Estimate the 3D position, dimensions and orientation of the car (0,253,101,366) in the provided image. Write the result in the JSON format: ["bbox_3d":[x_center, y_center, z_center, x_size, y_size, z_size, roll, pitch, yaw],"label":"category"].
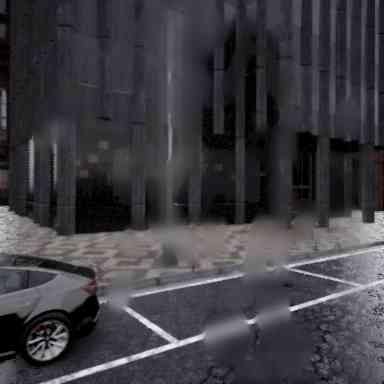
[{"bbox_3d":[-3.358,1.563,4.255,4.313,1.339,1.947,0,0,-35],"label":"car"}]
